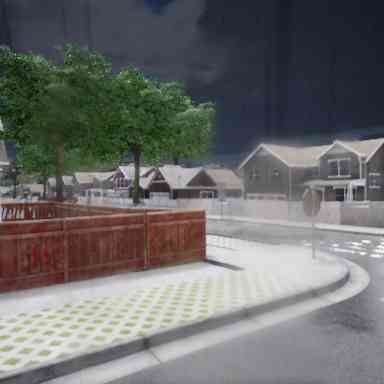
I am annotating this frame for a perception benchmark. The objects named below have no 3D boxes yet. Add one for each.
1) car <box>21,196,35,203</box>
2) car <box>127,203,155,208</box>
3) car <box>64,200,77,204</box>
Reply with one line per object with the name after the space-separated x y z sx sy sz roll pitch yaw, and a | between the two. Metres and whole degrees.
-41.930 2.153 85.566 1.895 1.301 4.718 0 0 -36 | car
-4.200 1.667 27.783 2.033 1.411 5.357 0 0 -35 | car
-17.019 1.826 45.878 1.994 1.385 4.181 0 0 -35 | car
